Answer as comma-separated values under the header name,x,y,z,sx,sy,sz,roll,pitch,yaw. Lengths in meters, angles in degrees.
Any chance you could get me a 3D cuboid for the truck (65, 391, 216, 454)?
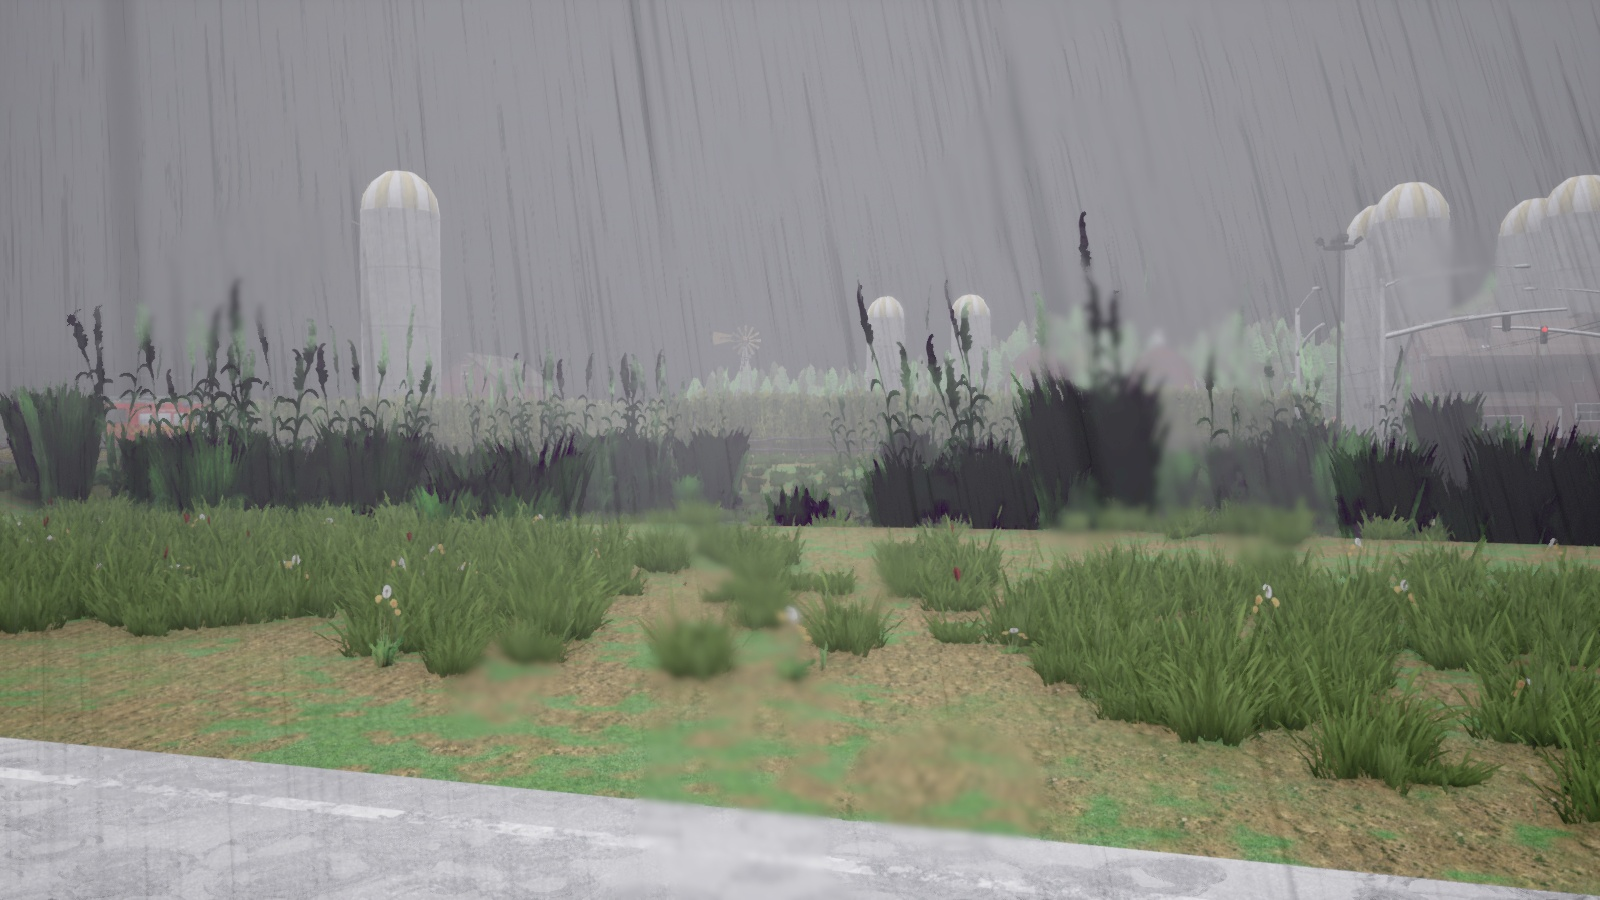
name,x,y,z,sx,sy,sz,roll,pitch,yaw
truck,-41.139,-1.746,78.366,8.468,3.827,2.891,1,1,12
